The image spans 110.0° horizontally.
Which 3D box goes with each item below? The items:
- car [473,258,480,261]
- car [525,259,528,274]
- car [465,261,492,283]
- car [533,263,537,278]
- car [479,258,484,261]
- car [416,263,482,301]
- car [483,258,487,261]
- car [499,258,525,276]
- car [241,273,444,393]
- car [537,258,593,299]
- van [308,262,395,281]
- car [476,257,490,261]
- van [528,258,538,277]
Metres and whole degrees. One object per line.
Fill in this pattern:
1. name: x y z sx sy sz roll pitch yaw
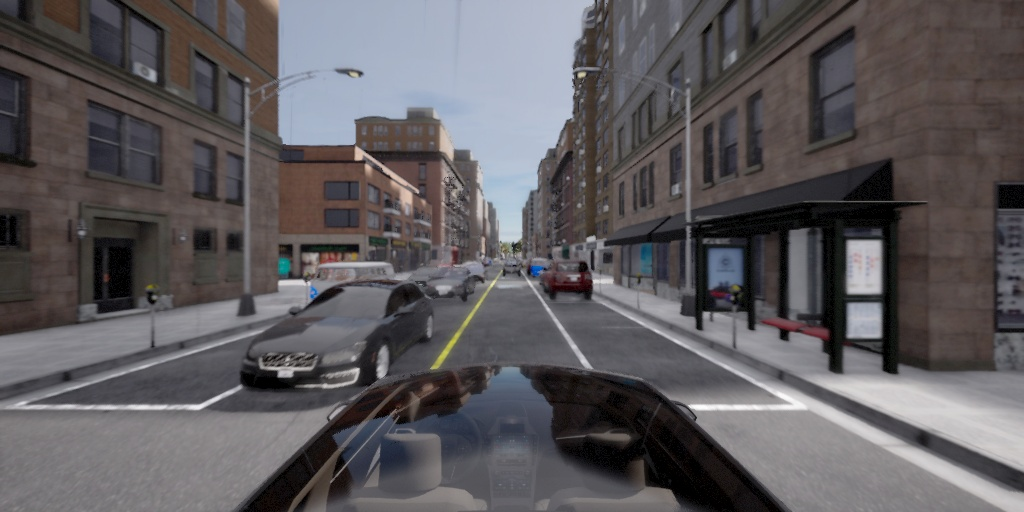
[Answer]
1. car: -5.431 1.321 44.856 1.751 1.417 4.829 0 0 0
2. car: 2.657 1.112 39.627 2.192 1.841 5.009 0 0 0
3. car: -2.861 1.327 28.115 2.033 1.411 5.357 0 0 0
4. car: 2.684 1.329 23.408 2.007 1.370 4.403 0 0 0
5. car: -5.433 1.352 50.431 2.007 1.370 4.403 0 0 0
6. car: -2.859 1.258 17.440 2.128 1.511 4.902 0 0 0
7. car: -5.436 1.374 55.838 1.948 1.339 4.313 0 0 0
8. car: -0.023 1.285 37.199 2.128 1.511 4.902 0 0 0
9. car: -2.841 1.259 7.014 1.837 1.490 4.892 0 0 1
10. car: 2.693 1.087 18.001 2.192 1.841 5.009 0 0 0
11. van: -5.415 1.099 12.588 1.690 1.789 3.998 0 0 0
12. car: -5.438 1.128 61.244 2.192 1.841 5.009 0 0 0
13. van: 2.666 1.132 34.220 1.690 1.789 3.998 0 0 0
